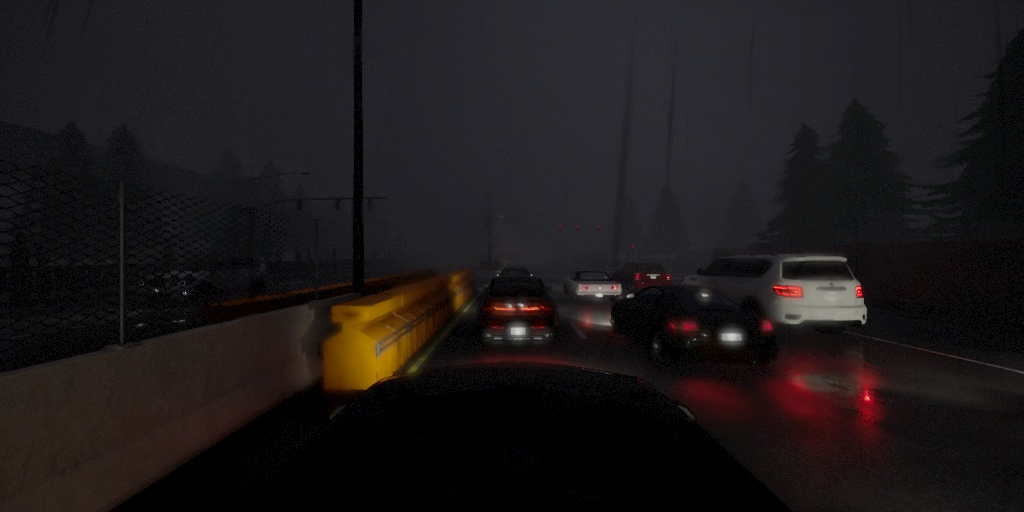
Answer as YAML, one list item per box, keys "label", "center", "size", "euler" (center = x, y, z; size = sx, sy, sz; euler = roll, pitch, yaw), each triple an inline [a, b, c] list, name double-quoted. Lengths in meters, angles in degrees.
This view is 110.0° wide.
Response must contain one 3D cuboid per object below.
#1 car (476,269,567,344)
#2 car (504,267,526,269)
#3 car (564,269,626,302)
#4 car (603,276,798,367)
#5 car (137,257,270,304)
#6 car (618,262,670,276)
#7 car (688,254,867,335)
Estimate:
- label: "car"
  center: [0.121, 1.255, 9.587]
  size: [1.837, 1.490, 4.892]
  euler: [0, 0, 0]
- label: "car"
  center: [0.145, 1.297, 19.105]
  size: [2.033, 1.411, 5.357]
  euler: [0, 0, 0]
- label: "car"
  center: [3.642, 1.351, 17.139]
  size: [1.895, 1.301, 4.718]
  euler: [0, 0, 0]
- label: "car"
  center: [3.625, 1.314, 7.958]
  size: [1.994, 1.385, 4.181]
  euler: [0, 0, -1]
- label: "car"
  center: [-13.959, 1.061, 16.806]
  size: [2.150, 2.045, 5.566]
  euler: [0, 0, 0]
- label: "car"
  center: [7.150, 1.102, 20.243]
  size: [2.097, 1.767, 4.553]
  euler: [0, 0, 0]
- label: "car"
  center: [7.125, 0.971, 10.657]
  size: [2.150, 2.045, 5.566]
  euler: [0, 0, 0]
